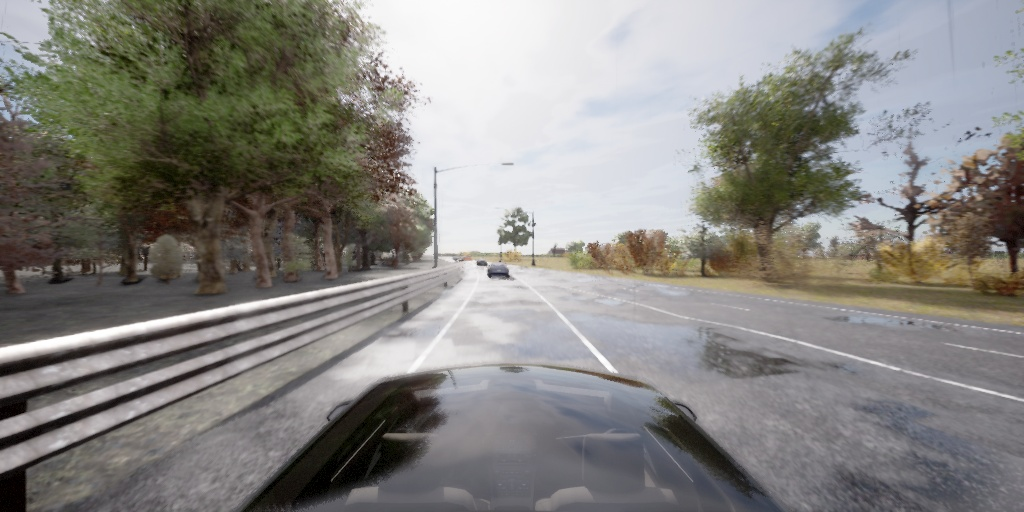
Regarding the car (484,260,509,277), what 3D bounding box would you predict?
[{"bbox_3d":[-1.402,1.303,35.018,1.994,1.385,4.181,0,0,-6],"label":"car"}]
